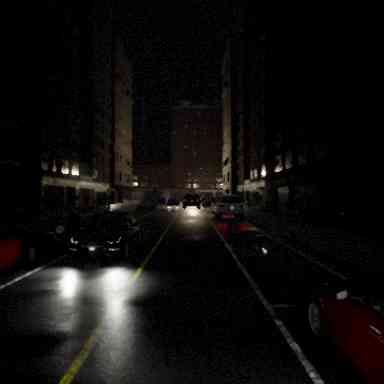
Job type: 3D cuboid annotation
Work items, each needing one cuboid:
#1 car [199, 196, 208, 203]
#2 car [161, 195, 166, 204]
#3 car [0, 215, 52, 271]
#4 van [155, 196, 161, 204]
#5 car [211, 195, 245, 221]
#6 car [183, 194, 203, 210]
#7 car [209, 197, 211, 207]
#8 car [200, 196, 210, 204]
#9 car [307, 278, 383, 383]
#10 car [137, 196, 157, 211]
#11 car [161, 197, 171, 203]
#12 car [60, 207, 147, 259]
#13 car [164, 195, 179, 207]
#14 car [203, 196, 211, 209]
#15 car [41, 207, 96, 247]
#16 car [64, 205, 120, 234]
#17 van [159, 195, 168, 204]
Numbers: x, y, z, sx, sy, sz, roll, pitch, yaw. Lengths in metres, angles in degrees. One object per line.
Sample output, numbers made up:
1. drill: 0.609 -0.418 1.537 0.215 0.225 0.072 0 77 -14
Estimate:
1. car: 2.605 1.696 74.958 1.967 1.590 4.097 1 0 0
2. car: -5.911 1.765 63.985 1.947 1.339 4.313 1 0 0
3. car: -5.854 1.557 9.165 1.887 1.381 4.507 1 0 0
4. van: -5.891 1.461 47.540 1.690 1.788 3.998 1 0 0
5. car: 3.080 1.272 28.292 2.150 2.045 5.566 0 0 0
6. car: -0.040 1.272 44.169 2.150 2.045 5.566 0 0 0
7. car: 3.107 1.550 35.263 1.882 1.535 5.008 0 0 0
8. car: 2.611 1.667 69.475 1.967 1.590 4.097 1 0 0
9. car: 2.675 1.585 3.684 1.802 1.307 4.206 1 0 0
10. car: -5.887 1.622 41.886 1.752 1.417 4.829 1 0 0
11. car: -5.921 1.802 74.950 1.887 1.381 4.507 1 0 0
12. car: -3.100 1.524 12.776 1.837 1.490 4.892 0 0 0
13. car: -3.101 1.707 56.244 2.033 1.411 5.357 0 0 1
14. car: 2.631 1.669 47.544 2.008 1.369 4.403 1 0 0
15. car: -5.859 1.462 14.648 1.967 1.590 4.097 1 0 0
16. car: -5.866 1.584 20.129 2.008 1.369 4.403 1 0 0
17. van: -5.914 1.569 69.468 1.690 1.788 3.998 1 0 0
